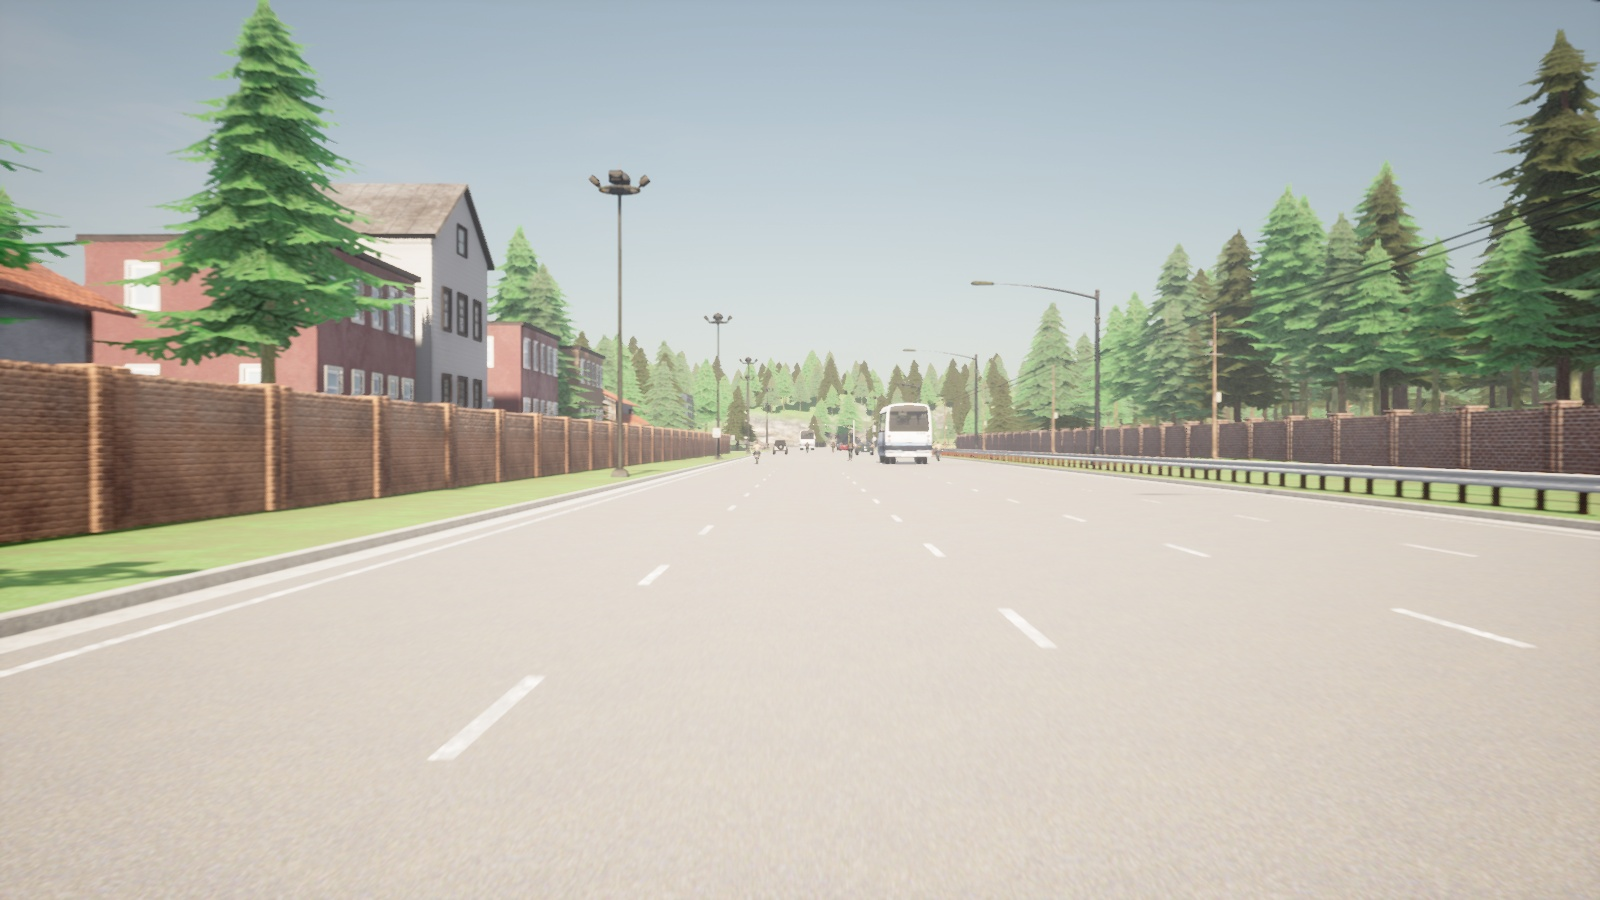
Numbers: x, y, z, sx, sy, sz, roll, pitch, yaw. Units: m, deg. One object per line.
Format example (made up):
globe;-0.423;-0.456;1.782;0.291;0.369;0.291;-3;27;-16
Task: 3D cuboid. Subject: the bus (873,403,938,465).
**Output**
bus;7.536;-1.135;91.589;3.944;4.253;10.273;0;0;0
